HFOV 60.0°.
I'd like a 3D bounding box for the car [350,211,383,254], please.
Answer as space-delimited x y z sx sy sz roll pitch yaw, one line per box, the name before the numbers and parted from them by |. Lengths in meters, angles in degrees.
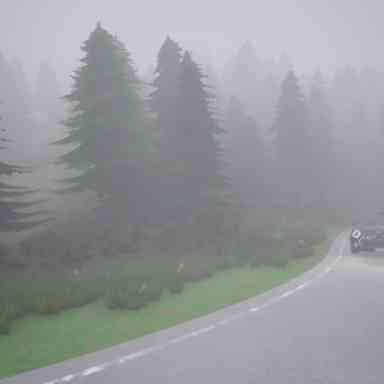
car | 8.297 1.675 14.723 2.097 1.767 4.553 -4 -3 30
